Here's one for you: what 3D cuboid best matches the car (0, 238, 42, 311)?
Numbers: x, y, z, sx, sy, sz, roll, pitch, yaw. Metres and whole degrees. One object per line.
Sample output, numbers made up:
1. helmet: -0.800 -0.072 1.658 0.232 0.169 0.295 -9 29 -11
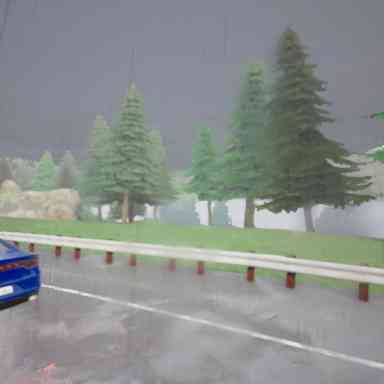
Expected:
1. car: -5.230 1.482 6.745 5.008 1.535 1.882 0 0 30
